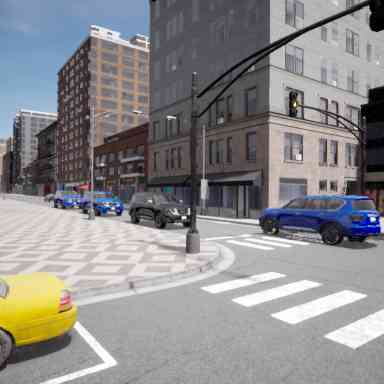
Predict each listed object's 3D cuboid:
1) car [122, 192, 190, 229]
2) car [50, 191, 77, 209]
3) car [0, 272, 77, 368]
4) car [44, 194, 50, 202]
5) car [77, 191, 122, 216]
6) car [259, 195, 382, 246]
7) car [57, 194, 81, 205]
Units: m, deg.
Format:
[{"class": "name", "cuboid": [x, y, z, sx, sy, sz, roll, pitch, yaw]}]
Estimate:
[{"class": "car", "cuboid": [-2.036, 1.053, 20.803, 2.150, 2.045, 5.566, 1, 0, -35]}, {"class": "car", "cuboid": [-14.177, 0.862, 37.997, 2.150, 2.045, 5.566, 1, 0, -35]}, {"class": "car", "cuboid": [-3.945, 1.525, 3.938, 4.829, 1.417, 1.752, 0, 1, -36]}, {"class": "car", "cuboid": [-24.269, 0.998, 57.768, 1.812, 1.442, 4.674, 1, 0, -35]}, {"class": "car", "cuboid": [-7.980, 0.960, 29.212, 2.150, 2.045, 5.566, 1, 0, -35]}, {"class": "car", "cuboid": [5.681, 1.165, 15.450, 2.150, 2.045, 5.566, 1, 0, -35]}, {"class": "car", "cuboid": [-18.324, 1.057, 49.370, 2.128, 1.511, 4.902, 1, 0, -35]}]
